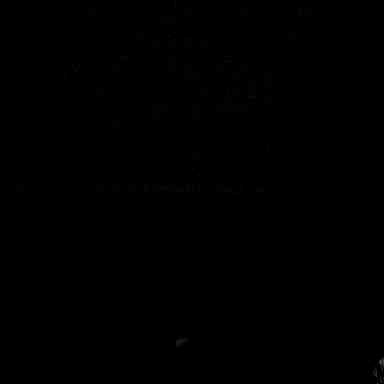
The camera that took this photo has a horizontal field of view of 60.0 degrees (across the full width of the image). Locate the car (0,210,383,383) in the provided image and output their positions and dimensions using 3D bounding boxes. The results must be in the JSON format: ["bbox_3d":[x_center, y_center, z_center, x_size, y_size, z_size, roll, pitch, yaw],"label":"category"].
[{"bbox_3d":[-0.109,1.237,2.995,5.566,2.045,2.150,1,0,-36],"label":"car"}]
